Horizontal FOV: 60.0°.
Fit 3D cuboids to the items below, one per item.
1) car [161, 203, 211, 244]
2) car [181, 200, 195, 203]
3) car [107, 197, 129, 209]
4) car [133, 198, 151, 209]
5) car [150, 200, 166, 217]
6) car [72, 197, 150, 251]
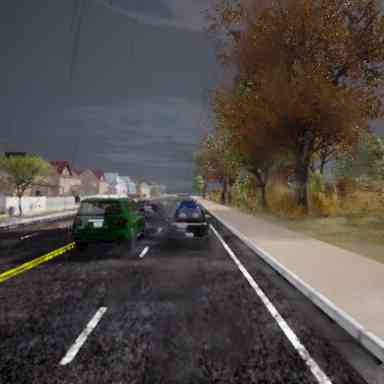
[{"bbox_3d":[-0.133,1.517,15.850,2.128,1.511,4.902,0,0,-1],"label":"car"},{"bbox_3d":[-0.417,1.535,34.217,1.882,1.535,5.008,0,0,-1],"label":"car"},{"bbox_3d":[-10.557,1.569,47.558,2.128,1.511,4.902,0,0,-1],"label":"car"},{"bbox_3d":[-7.318,1.647,48.806,1.994,1.385,4.181,0,0,-1],"label":"car"},{"bbox_3d":[-3.641,1.544,32.433,2.128,1.511,4.902,0,0,-1],"label":"car"},{"bbox_3d":[-3.360,1.243,14.412,2.150,2.045,5.566,0,0,-1],"label":"car"}]
